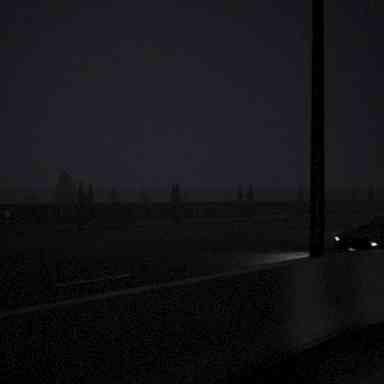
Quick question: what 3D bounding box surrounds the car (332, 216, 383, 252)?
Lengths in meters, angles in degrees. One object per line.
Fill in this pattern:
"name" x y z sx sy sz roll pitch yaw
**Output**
"car" 7.775 1.586 12.460 5.357 1.411 2.033 0 0 -27
